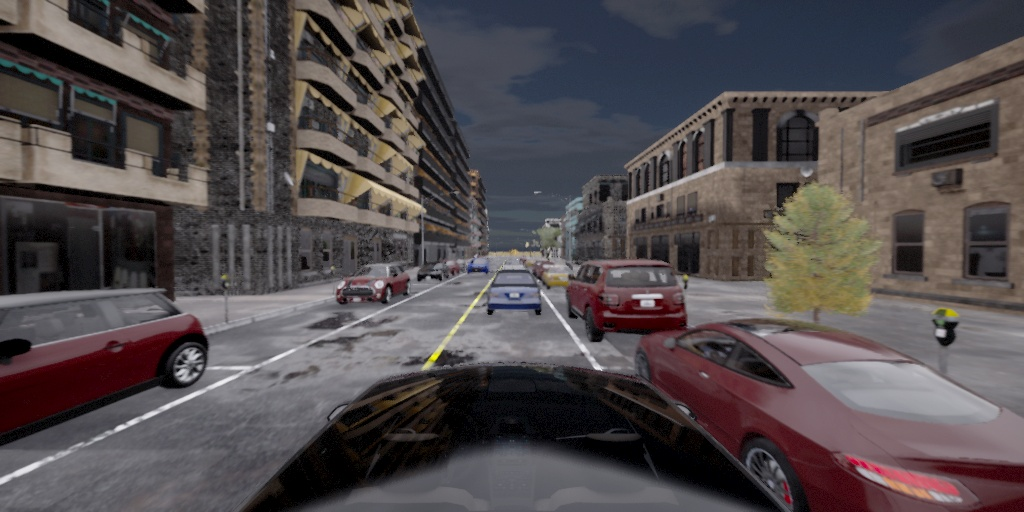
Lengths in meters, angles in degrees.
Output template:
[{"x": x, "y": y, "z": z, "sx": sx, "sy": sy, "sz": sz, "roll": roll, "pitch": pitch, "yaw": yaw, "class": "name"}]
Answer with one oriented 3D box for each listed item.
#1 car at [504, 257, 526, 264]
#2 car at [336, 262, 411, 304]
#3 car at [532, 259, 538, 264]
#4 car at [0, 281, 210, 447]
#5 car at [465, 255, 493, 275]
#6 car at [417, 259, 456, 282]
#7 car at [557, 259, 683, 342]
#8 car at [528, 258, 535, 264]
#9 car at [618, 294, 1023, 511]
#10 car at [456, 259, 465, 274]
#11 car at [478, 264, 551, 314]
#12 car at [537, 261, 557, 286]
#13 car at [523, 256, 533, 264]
[{"x": 0.094, "y": 1.058, "z": 34.458, "sx": 1.895, "sy": 1.301, "sz": 4.718, "roll": 0, "pitch": 1, "yaw": 0, "class": "car"}, {"x": -5.698, "y": 1.068, "z": 15.180, "sx": 1.967, "sy": 1.591, "sz": 4.097, "roll": 0, "pitch": 0, "yaw": 0, "class": "car"}, {"x": 2.688, "y": 1.110, "z": 26.506, "sx": 1.802, "sy": 1.307, "sz": 4.207, "roll": 0, "pitch": 0, "yaw": 0, "class": "car"}, {"x": -5.676, "y": 1.171, "z": 3.825, "sx": 1.967, "sy": 1.591, "sz": 4.097, "roll": 0, "pitch": 0, "yaw": 0, "class": "car"}, {"x": -3.090, "y": 0.941, "z": 33.764, "sx": 1.882, "sy": 1.535, "sz": 5.008, "roll": 0, "pitch": 0, "yaw": 0, "class": "car"}, {"x": -5.693, "y": 1.093, "z": 26.534, "sx": 1.948, "sy": 1.339, "sz": 4.313, "roll": 0, "pitch": 0, "yaw": 0, "class": "car"}, {"x": 2.689, "y": 0.995, "z": 9.475, "sx": 2.192, "sy": 1.841, "sz": 5.009, "roll": 0, "pitch": 0, "yaw": 0, "class": "car"}, {"x": 2.688, "y": 1.060, "z": 32.183, "sx": 1.802, "sy": 1.307, "sz": 4.207, "roll": 0, "pitch": 0, "yaw": 0, "class": "car"}, {"x": 2.689, "y": 1.313, "z": 3.798, "sx": 1.802, "sy": 1.307, "sz": 4.207, "roll": 0, "pitch": 0, "yaw": 0, "class": "car"}, {"x": -5.693, "y": 1.022, "z": 32.211, "sx": 1.888, "sy": 1.381, "sz": 4.507, "roll": 0, "pitch": 0, "yaw": 0, "class": "car"}, {"x": 0.078, "y": 1.194, "z": 13.209, "sx": 2.033, "sy": 1.411, "sz": 5.357, "roll": 0, "pitch": 1, "yaw": 0, "class": "car"}, {"x": 2.688, "y": 1.104, "z": 20.999, "sx": 1.751, "sy": 1.417, "sz": 4.829, "roll": 0, "pitch": 0, "yaw": 0, "class": "car"}, {"x": 2.688, "y": 0.853, "z": 49.385, "sx": 1.751, "sy": 1.417, "sz": 4.829, "roll": 0, "pitch": 0, "yaw": 0, "class": "car"}]
